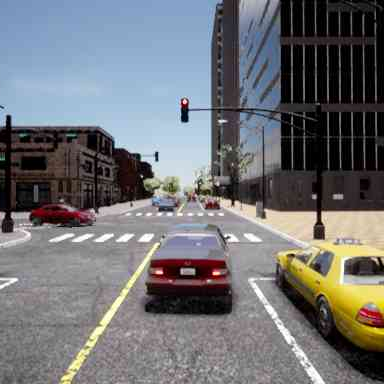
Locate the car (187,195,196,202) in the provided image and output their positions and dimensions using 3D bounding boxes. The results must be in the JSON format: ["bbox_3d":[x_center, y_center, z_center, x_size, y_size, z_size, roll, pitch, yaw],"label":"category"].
[{"bbox_3d":[-0.057,1.384,79.392,2.097,1.767,4.553,0,0,0],"label":"car"}]

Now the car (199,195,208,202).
[{"bbox_3d":[2.645,1.553,77.483,1.752,1.417,4.829,1,0,0],"label":"car"}]

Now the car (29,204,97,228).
[{"bbox_3d":[-8.617,1.549,22.232,4.674,1.442,1.812,-1,0,18],"label":"car"}]

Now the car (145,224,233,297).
[{"bbox_3d":[0.069,1.550,8.775,2.033,1.411,5.357,0,0,3],"label":"car"}]

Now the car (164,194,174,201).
[{"bbox_3d":[-5.736,1.345,82.852,2.192,1.841,5.009,1,0,0],"label":"car"}]

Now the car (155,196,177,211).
[{"bbox_3d":[-3.154,1.561,41.084,2.033,1.411,5.357,0,0,-3],"label":"car"}]

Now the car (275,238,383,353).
[{"bbox_3d":[2.834,1.527,6.326,1.752,1.417,4.829,1,0,0],"label":"car"}]

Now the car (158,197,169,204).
[{"bbox_3d":[-5.728,1.605,66.249,1.802,1.307,4.206,1,0,0],"label":"car"}]

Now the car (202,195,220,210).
[{"bbox_3d":[2.670,1.455,44.103,1.967,1.590,4.097,1,0,0],"label":"car"}]

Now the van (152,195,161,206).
[{"bbox_3d":[-5.717,1.360,55.181,1.690,1.788,3.998,1,0,0],"label":"van"}]

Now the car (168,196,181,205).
[{"bbox_3d":[-3.111,1.513,61.360,2.128,1.511,4.902,0,0,0],"label":"car"}]

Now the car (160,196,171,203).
[{"bbox_3d":[-5.732,1.591,71.784,1.947,1.339,4.313,1,0,0],"label":"car"}]

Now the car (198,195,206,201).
[{"bbox_3d":[2.636,1.577,88.382,1.887,1.381,4.507,1,0,0],"label":"car"}]

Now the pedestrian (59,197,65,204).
[{"bbox_3d":[-12.568,1.368,32.087,0.375,1.860,0.375,0,0,1],"label":"pedestrian"}]

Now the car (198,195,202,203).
[{"bbox_3d":[2.649,1.551,71.948,1.752,1.417,4.829,1,0,0],"label":"car"}]

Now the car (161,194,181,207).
[{"bbox_3d":[-3.132,1.369,50.983,2.097,1.767,4.553,0,0,0],"label":"car"}]
